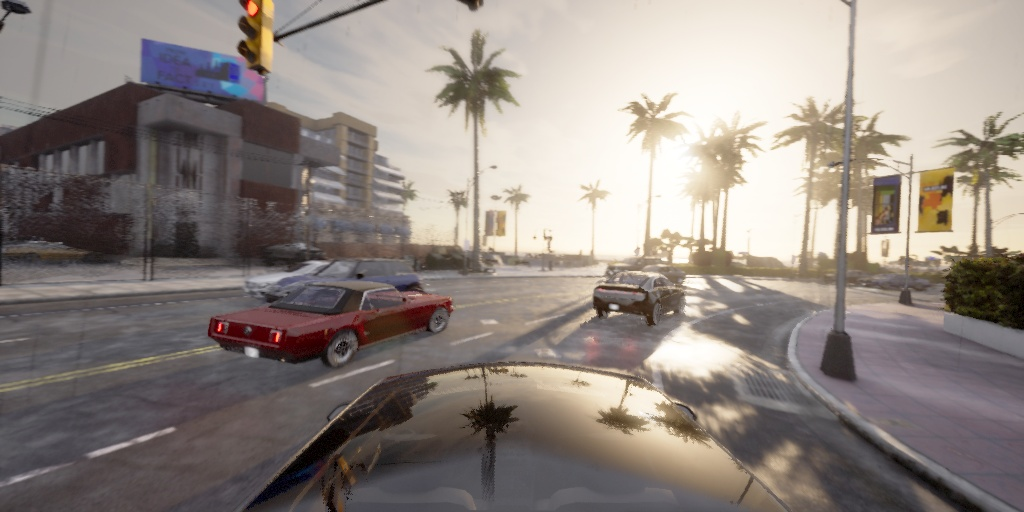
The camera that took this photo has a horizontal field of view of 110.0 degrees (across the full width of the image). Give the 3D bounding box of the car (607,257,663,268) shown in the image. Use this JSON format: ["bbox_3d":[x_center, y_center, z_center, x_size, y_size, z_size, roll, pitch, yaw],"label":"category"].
[{"bbox_3d":[10.480,1.091,30.245,5.566,2.045,2.150,2,0,-27],"label":"car"}]

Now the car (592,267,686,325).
[{"bbox_3d":[4.498,1.308,12.295,2.128,1.511,4.902,2,0,39],"label":"car"}]

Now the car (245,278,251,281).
[{"bbox_3d":[-7.476,0.899,13.784,1.812,1.442,4.674,2,1,33],"label":"car"}]

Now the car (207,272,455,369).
[{"bbox_3d":[-3.112,1.187,7.494,1.895,1.301,4.718,2,1,21],"label":"car"}]

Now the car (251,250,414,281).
[{"bbox_3d":[-4.948,0.839,11.148,2.097,1.767,4.553,2,1,32],"label":"car"}]

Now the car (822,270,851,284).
[{"bbox_3d":[33.822,2.165,35.867,4.892,1.490,1.837,2,0,-2],"label":"car"}]

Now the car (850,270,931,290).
[{"bbox_3d":[34.432,2.257,32.408,5.357,1.411,2.033,2,1,-1],"label":"car"}]

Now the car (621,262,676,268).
[{"bbox_3d":[10.676,1.417,26.341,4.892,1.490,1.837,2,0,-29],"label":"car"}]
